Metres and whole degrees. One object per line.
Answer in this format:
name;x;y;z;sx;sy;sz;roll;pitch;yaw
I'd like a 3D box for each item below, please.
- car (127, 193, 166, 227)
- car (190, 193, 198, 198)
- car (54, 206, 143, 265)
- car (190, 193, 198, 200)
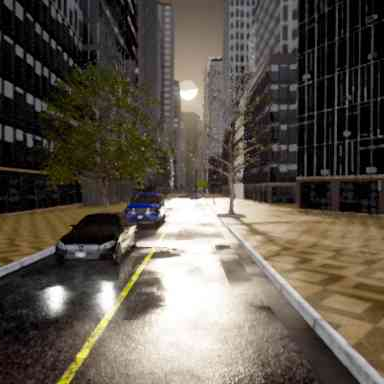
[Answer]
car;-2.977;1.081;22.114;2.150;2.045;5.566;0;0;0
car;0.493;1.019;90.514;1.994;1.385;4.181;0;0;0
car;-3.042;1.444;11.459;1.812;1.442;4.674;0;0;0
car;0.435;1.081;80.068;1.882;1.535;5.008;0;0;0
